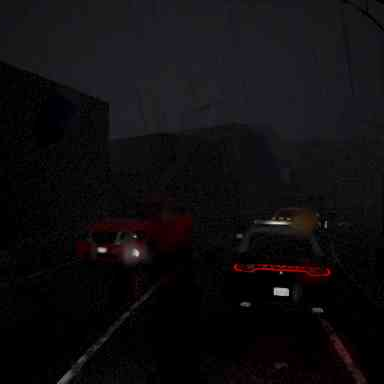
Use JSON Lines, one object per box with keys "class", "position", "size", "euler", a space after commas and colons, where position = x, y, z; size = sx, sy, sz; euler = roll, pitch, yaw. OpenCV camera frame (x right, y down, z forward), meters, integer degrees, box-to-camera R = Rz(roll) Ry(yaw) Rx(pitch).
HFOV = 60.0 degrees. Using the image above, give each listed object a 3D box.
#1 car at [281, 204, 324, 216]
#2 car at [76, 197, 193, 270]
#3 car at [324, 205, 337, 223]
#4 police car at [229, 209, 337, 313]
{"class": "car", "position": [5.189, 1.493, 16.621], "size": [1.882, 1.535, 5.008], "euler": [1, 0, 26]}
{"class": "car", "position": [-1.610, 1.201, 11.567], "size": [2.150, 2.045, 5.566], "euler": [0, 0, 17]}
{"class": "car", "position": [8.033, 1.537, 21.451], "size": [1.837, 1.490, 4.892], "euler": [1, 0, 34]}
{"class": "police car", "position": [2.048, 1.428, 7.952], "size": [1.930, 1.638, 5.238], "euler": [0, 0, 13]}
